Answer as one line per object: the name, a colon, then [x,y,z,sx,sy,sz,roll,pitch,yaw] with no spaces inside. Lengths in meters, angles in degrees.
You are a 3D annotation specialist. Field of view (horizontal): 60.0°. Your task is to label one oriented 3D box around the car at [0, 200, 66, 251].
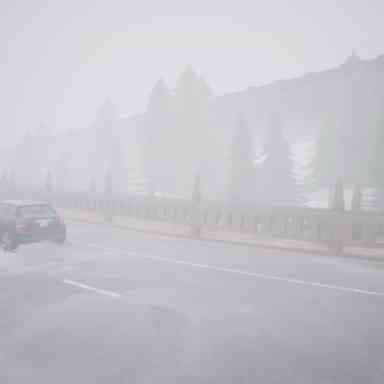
car: [-7.093,1.103,13.309,4.553,1.767,2.097,3,2,36]
